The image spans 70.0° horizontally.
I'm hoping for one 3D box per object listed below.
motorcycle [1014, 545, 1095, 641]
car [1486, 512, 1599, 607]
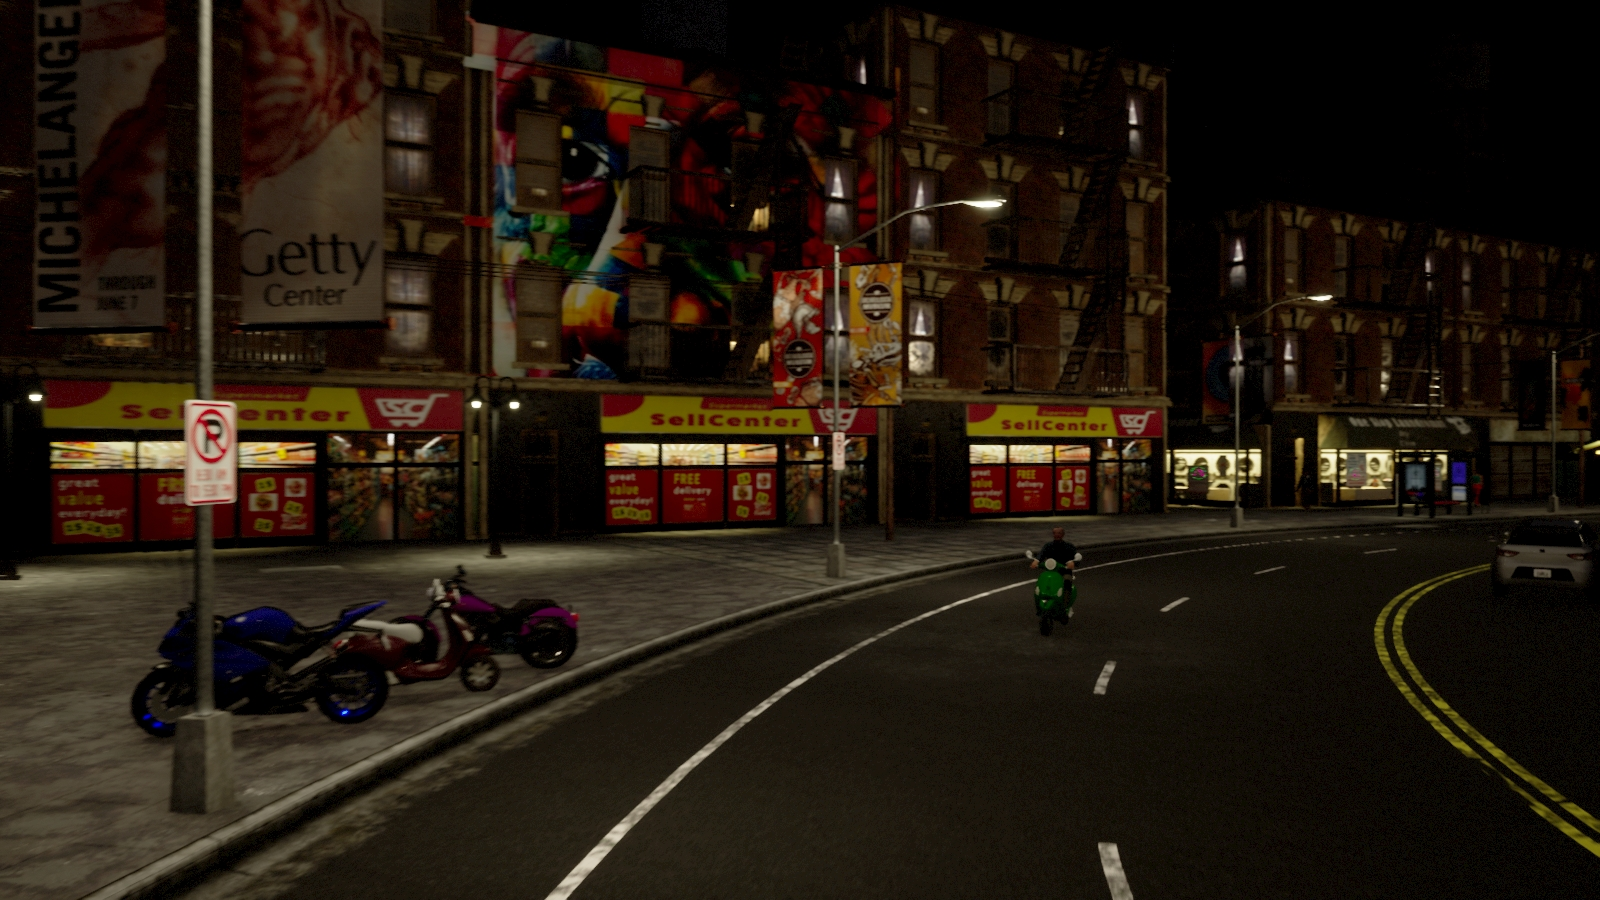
[{"bbox_3d":[3.978,2.185,17.769,0.856,1.236,1.805,1,0,25],"label":"motorcycle"},{"bbox_3d":[14.985,2.078,22.699,1.816,1.474,4.193,0,0,38],"label":"car"}]
